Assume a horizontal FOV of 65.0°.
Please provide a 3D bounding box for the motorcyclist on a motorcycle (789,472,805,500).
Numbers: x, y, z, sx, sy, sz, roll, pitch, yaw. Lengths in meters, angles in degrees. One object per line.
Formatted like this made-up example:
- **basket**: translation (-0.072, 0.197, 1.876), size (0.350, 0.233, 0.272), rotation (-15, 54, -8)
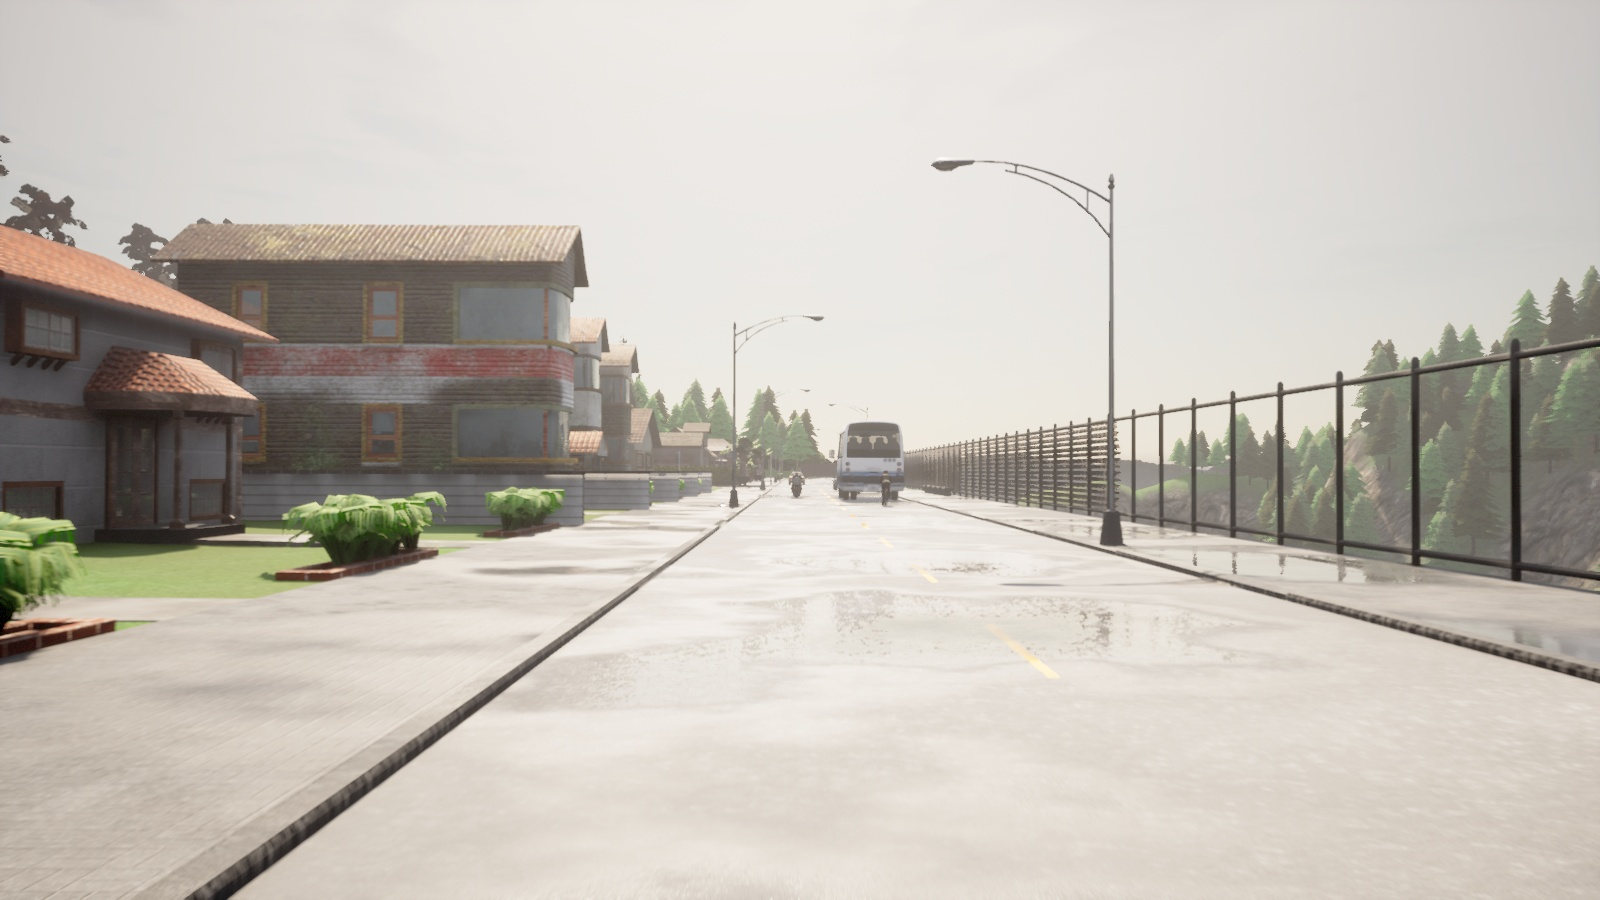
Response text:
- **motorcyclist on a motorcycle**: translation (-0.174, 2.051, 71.732), size (0.866, 1.530, 2.191), rotation (0, -1, 0)

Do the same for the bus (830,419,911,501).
- **bus**: translation (3.822, 0.611, 70.970), size (3.944, 4.253, 10.273), rotation (0, -1, 0)
